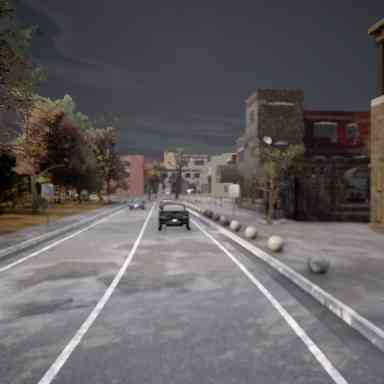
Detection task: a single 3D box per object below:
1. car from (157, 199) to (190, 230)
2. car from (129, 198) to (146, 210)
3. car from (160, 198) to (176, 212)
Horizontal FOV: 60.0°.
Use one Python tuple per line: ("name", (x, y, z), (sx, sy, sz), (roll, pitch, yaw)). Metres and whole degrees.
("car", (-1.219, 1.477, 21.425), (1.882, 1.535, 5.008), (0, 0, -5))
("car", (-6.872, 1.494, 42.021), (2.128, 1.511, 4.902), (0, 0, -5))
("car", (-2.966, 1.528, 39.891), (1.812, 1.442, 4.674), (0, 0, -5))
